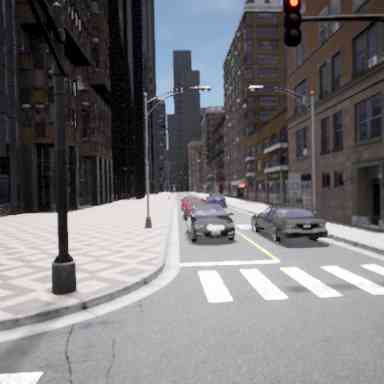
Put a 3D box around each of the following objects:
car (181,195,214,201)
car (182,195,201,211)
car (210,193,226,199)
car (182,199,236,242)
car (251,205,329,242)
[{"bbox_3d":[0.318,1.232,25.899,1.882,1.535,5.008,-1,1,-3],"label":"car"},{"bbox_3d":[-0.142,1.143,36.242,1.882,1.535,5.008,-1,1,-2],"label":"car"},{"bbox_3d":[2.877,0.912,40.020,2.097,1.767,4.553,-1,1,-2],"label":"car"},{"bbox_3d":[0.774,1.331,15.614,2.128,1.511,4.902,-1,1,-4],"label":"car"},{"bbox_3d":[4.147,1.316,15.017,2.033,1.411,5.357,-1,1,-4],"label":"car"}]
